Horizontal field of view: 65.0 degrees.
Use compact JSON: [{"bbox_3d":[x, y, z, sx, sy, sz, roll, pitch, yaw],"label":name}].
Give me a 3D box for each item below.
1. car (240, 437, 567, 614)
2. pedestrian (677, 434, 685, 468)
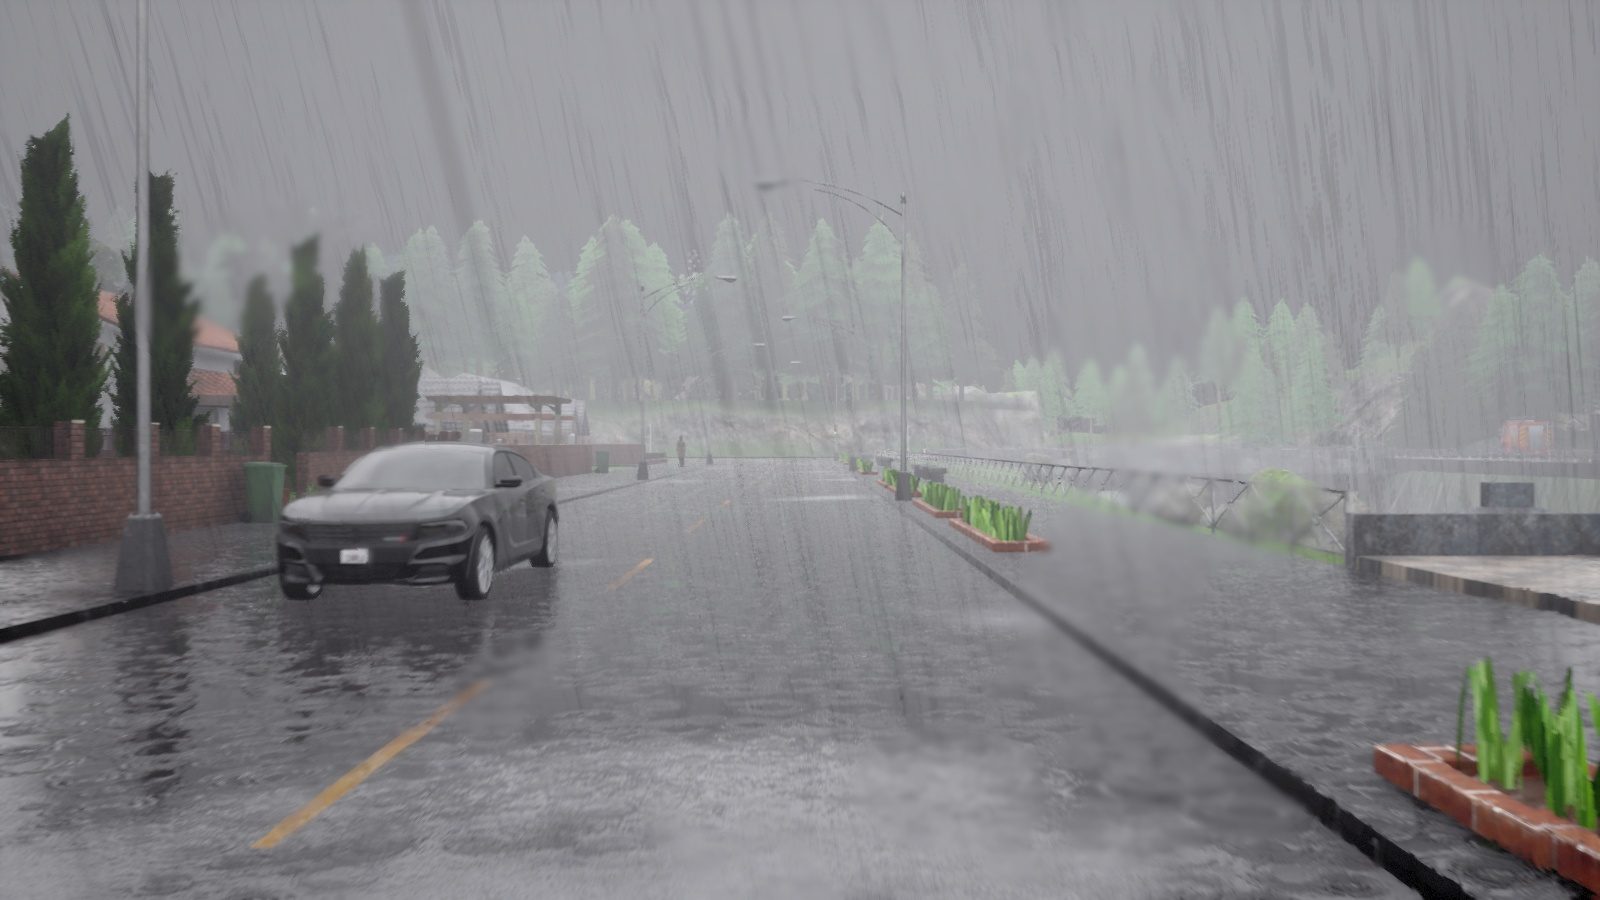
[{"bbox_3d":[-3.908,0.645,13.404,1.882,1.535,5.008,0,0,0],"label":"car"},{"bbox_3d":[-6.779,0.048,71.541,0.396,1.930,0.692,0,0,1],"label":"pedestrian"}]
